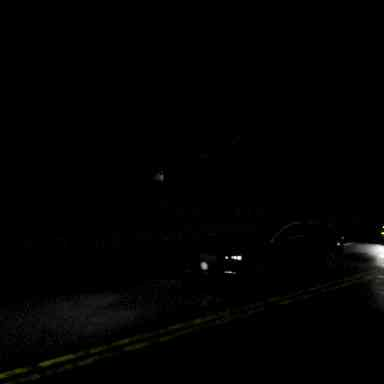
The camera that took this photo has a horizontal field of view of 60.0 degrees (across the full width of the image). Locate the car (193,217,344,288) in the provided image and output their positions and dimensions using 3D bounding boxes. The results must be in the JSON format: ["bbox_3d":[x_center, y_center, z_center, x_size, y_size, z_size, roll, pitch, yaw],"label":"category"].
[{"bbox_3d":[2.292,1.485,9.307,4.902,1.511,2.128,0,0,-35],"label":"car"}]

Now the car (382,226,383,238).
[{"bbox_3d":[10.582,1.492,15.216,4.892,1.490,1.837,0,0,-35],"label":"car"}]
